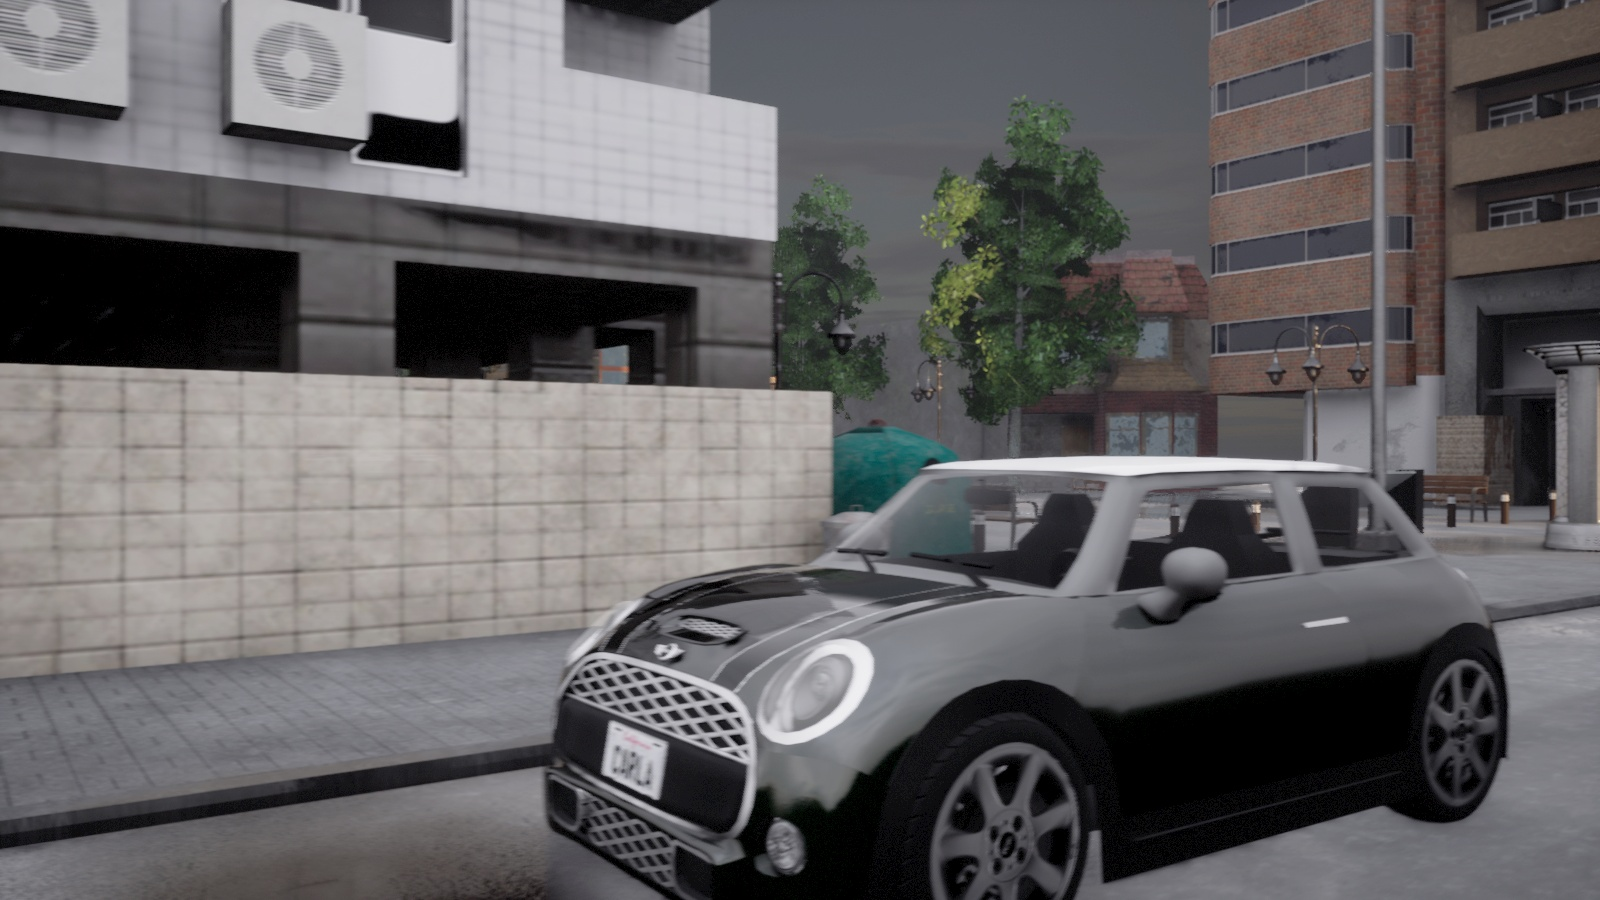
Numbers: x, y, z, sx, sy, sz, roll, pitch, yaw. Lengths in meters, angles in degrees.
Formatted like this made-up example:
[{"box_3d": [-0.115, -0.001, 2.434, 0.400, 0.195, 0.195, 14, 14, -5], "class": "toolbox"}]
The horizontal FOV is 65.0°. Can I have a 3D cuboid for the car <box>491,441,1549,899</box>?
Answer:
[{"box_3d": [0.976, 0.714, 4.947, 3.806, 1.475, 1.970, 0, 0, -34], "class": "car"}]
